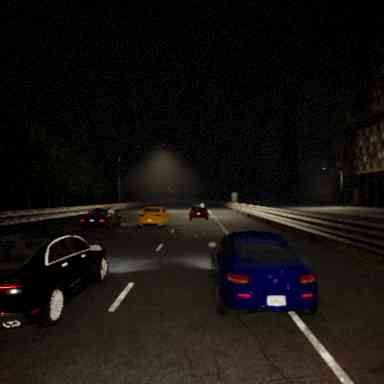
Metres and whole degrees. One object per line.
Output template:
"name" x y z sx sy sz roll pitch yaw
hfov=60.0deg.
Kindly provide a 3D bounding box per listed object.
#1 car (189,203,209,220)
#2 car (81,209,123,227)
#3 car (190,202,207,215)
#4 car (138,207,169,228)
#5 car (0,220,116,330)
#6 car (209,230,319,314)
"car" 0.729 2.083 34.113 1.994 1.385 4.181 0 -1 3
"car" -6.419 1.938 23.964 2.033 1.411 5.357 0 -1 1
"car" 0.892 2.188 44.244 2.128 1.511 4.902 0 -1 2
"car" -2.891 1.874 25.651 1.882 1.535 5.008 0 -1 1
"car" -3.236 1.612 7.189 1.837 1.490 4.892 0 -1 1
"car" 1.398 1.608 7.642 1.812 1.442 4.674 0 -1 1
